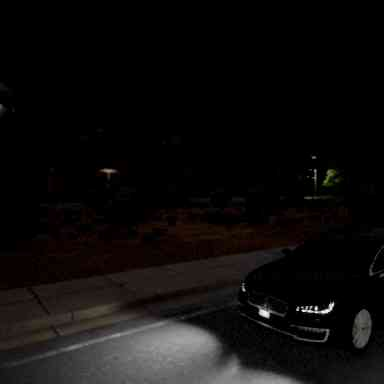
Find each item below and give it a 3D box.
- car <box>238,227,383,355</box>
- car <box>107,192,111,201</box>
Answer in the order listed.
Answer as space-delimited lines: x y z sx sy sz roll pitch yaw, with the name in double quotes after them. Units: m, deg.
3.001 1.467 6.131 4.892 1.490 1.837 0 0 -36 "car"
-17.875 0.988 68.128 1.905 1.878 3.866 5 3 8 "car"
